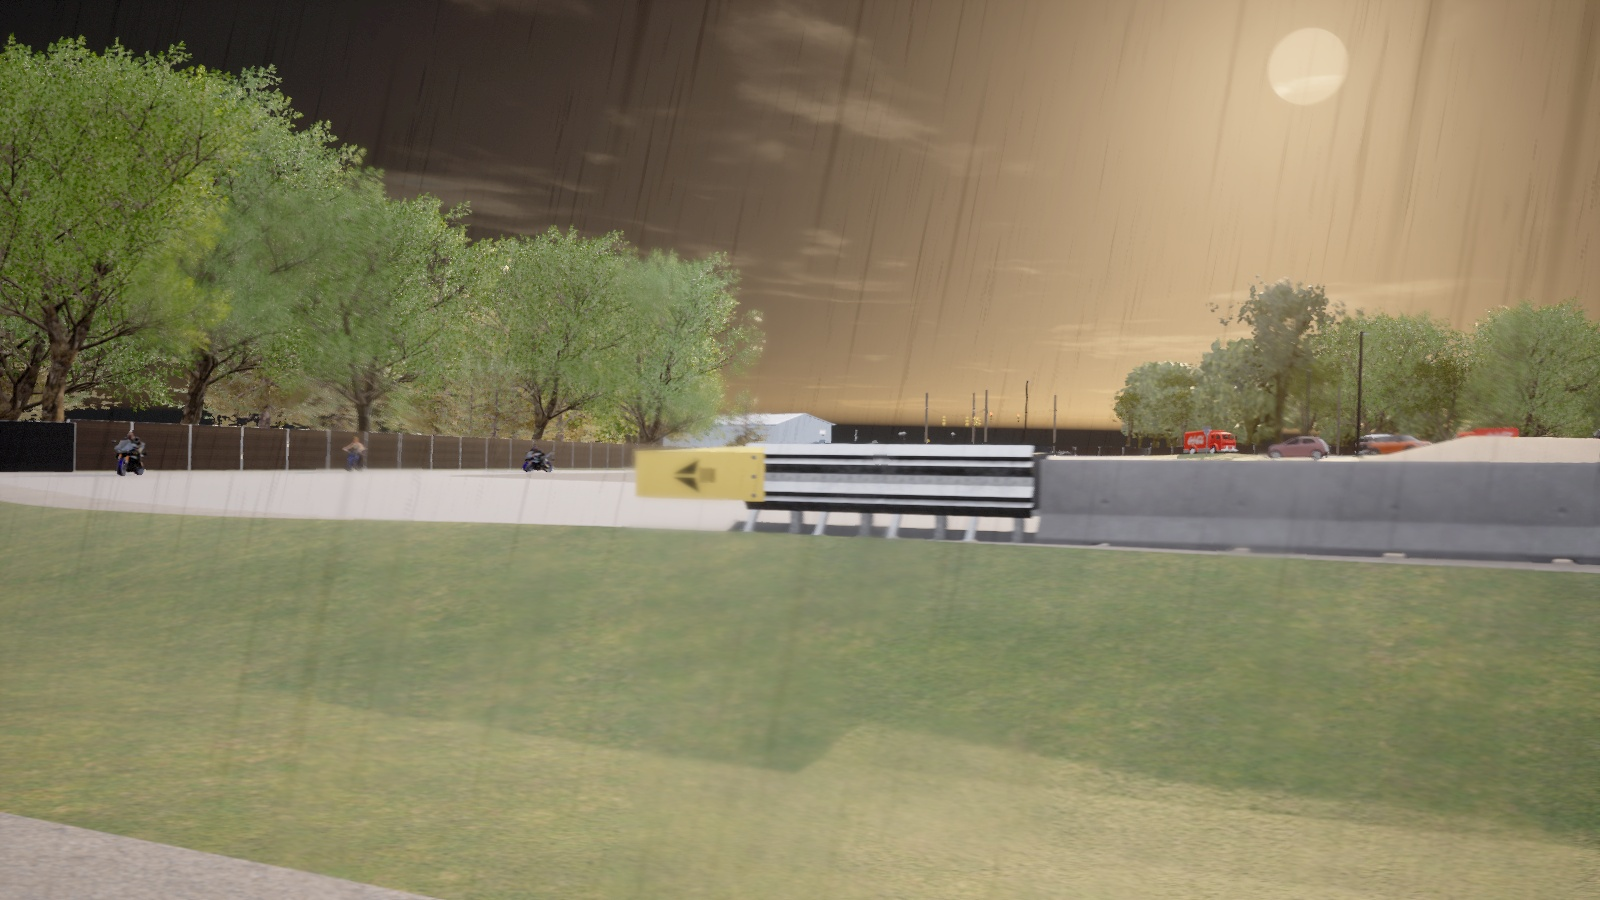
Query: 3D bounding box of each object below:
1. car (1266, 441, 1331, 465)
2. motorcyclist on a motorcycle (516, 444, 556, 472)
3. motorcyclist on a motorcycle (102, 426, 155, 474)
[{"bbox_3d":[32.377,0.232,81.591,3.633,1.501,1.845,-1,-1,33],"label":"car"},{"bbox_3d":[-15.122,0.468,72.086,0.866,1.530,2.191,2,0,34],"label":"motorcyclist on a motorcycle"},{"bbox_3d":[-22.695,-0.003,42.495,0.866,1.530,2.191,2,0,-10],"label":"motorcyclist on a motorcycle"}]
